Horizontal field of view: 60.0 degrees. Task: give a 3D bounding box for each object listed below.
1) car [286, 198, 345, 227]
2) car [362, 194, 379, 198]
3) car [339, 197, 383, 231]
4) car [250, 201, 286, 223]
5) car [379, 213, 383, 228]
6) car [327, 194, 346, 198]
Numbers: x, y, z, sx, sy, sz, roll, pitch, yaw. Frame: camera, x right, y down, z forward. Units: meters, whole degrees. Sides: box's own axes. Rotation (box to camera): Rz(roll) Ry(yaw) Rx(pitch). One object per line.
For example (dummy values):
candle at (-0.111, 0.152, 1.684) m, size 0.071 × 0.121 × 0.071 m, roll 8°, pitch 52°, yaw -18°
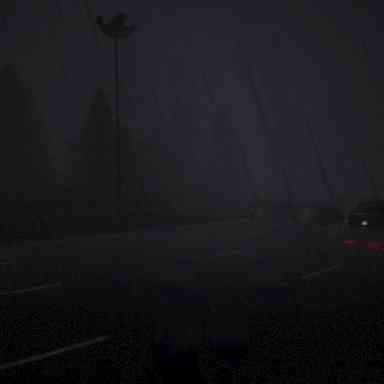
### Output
car at (7.913, 1.315, 20.578) m, size 1.994 × 1.385 × 4.181 m, roll 0°, pitch 1°, yaw 43°
car at (18.671, 0.988, 34.768) m, size 1.882 × 1.535 × 5.008 m, roll 0°, pitch 1°, yaw 31°
car at (9.889, 1.238, 17.578) m, size 2.128 × 1.511 × 4.902 m, roll 0°, pitch 1°, yaw 44°
car at (5.880, 1.320, 23.526) m, size 1.994 × 1.385 × 4.181 m, roll 0°, pitch 1°, yaw 43°
car at (8.177, 1.366, 10.814) m, size 5.357 × 1.411 × 2.033 m, roll -1°, pitch 1°, yaw -44°
car at (16.241, 0.999, 37.539) m, size 1.882 × 1.535 × 5.008 m, roll 0°, pitch 1°, yaw 30°
